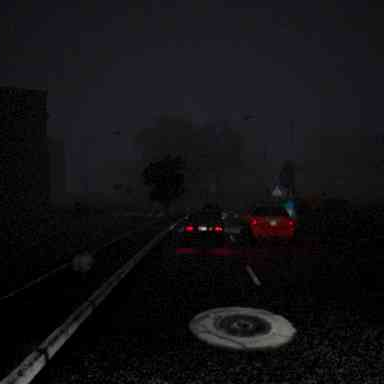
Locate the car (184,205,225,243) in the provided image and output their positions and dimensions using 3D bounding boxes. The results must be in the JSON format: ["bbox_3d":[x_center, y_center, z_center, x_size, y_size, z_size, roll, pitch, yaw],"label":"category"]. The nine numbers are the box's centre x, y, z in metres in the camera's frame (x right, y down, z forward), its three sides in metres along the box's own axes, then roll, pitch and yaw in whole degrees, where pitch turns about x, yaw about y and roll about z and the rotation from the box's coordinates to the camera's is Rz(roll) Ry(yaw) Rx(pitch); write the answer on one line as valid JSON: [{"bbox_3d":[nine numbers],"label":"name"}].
[{"bbox_3d":[0.627,1.584,16.357,2.033,1.411,5.357,0,0,3],"label":"car"}]

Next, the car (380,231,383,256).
[{"bbox_3d":[8.290,1.548,10.508,4.792,1.488,2.163,1,0,-18],"label":"car"}]

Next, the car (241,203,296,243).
[{"bbox_3d":[3.670,1.402,16.634,2.097,1.767,4.553,0,0,3],"label":"car"}]

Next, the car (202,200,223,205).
[{"bbox_3d":[2.009,1.617,33.320,1.837,1.490,4.892,0,0,6],"label":"car"}]
